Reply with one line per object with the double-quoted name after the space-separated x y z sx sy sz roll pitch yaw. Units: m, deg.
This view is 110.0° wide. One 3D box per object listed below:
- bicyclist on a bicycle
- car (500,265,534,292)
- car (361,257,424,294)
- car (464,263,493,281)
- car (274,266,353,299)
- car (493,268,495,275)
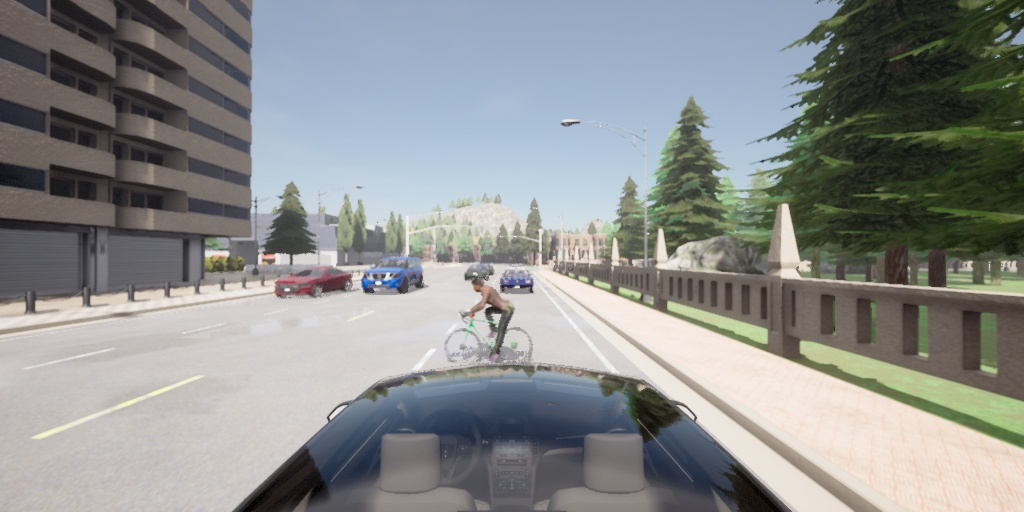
-0.456 1.225 6.700 1.656 1.620 0.582 -2 0 1 "bicyclist on a bicycle"
0.306 1.450 21.987 1.895 1.301 4.718 0 0 1 "car"
-6.824 1.070 21.211 2.150 2.045 5.566 0 -1 1 "car"
-3.116 1.463 32.253 1.994 1.385 4.181 0 0 1 "car"
-10.371 1.311 19.125 1.882 1.535 5.008 0 0 1 "car"
-3.083 1.505 40.660 1.994 1.385 4.181 0 0 1 "car"
